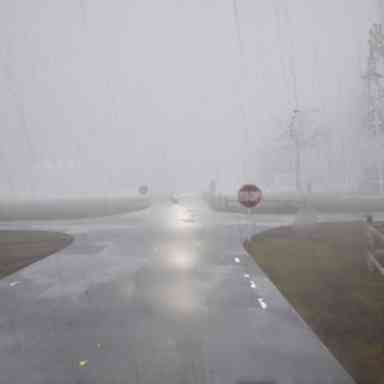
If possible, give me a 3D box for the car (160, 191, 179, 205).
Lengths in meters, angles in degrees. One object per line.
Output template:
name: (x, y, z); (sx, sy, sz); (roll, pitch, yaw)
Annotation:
car: (-2.716, 0.631, 41.272); (2.097, 1.767, 4.553); (0, 0, 0)
